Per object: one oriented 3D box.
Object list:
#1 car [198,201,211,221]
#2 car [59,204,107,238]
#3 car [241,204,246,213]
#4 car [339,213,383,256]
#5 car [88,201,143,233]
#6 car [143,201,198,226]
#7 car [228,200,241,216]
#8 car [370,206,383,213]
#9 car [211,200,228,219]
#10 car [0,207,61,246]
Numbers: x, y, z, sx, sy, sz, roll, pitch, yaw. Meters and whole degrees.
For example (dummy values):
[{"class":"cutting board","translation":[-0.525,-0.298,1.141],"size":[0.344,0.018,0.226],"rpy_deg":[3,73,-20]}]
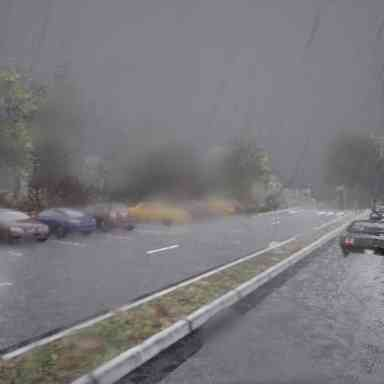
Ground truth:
[{"class":"car","translation":[-1.269,1.586,26.919],"size":[4.792,1.488,2.163],"rpy_deg":[1,0,32]},{"class":"car","translation":[-7.036,1.526,17.522],"size":[4.674,1.452,2.002],"rpy_deg":[1,0,32]},{"class":"car","translation":[3.103,1.575,33.926],"size":[4.892,1.521,2.231],"rpy_deg":[1,0,32]},{"class":"car","translation":[7.097,1.721,12.977],"size":[1.895,1.301,4.718],"rpy_deg":[1,0,32]},{"class":"car","translation":[-5.559,1.386,19.857],"size":[4.553,1.767,2.185],"rpy_deg":[1,0,32]},{"class":"car","translation":[-2.536,1.542,24.458],"size":[5.366,1.575,1.946],"rpy_deg":[1,0,32]},{"class":"car","translation":[1.654,1.570,31.583],"size":[5.008,1.535,2.097],"rpy_deg":[1,0,32]},{"class":"car","translation":[14.975,1.737,25.773],"size":[1.895,1.301,4.718],"rpy_deg":[1,0,32]},{"class":"car","translation":[0.197,1.565,29.247],"size":[4.892,1.521,2.231],"rpy_deg":[1,0,32]},{"class":"car","translation":[-8.487,1.500,15.182],"size":[4.674,1.452,2.002],"rpy_deg":[1,0,32]}]
